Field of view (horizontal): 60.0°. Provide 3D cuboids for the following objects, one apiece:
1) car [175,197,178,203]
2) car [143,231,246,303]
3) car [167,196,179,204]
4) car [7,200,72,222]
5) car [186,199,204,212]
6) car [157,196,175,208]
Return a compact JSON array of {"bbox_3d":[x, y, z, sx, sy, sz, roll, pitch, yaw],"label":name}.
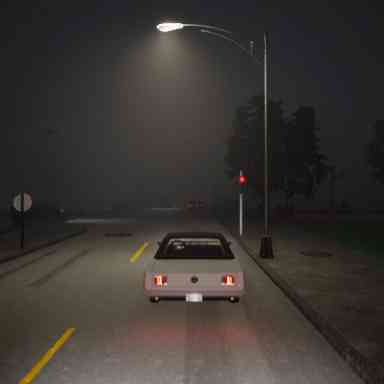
[{"bbox_3d":[-4.035,1.634,59.766,2.033,1.411,5.357,0,0,0],"label":"car"},{"bbox_3d":[0.062,1.613,8.196,1.895,1.301,4.718,0,0,0],"label":"car"},{"bbox_3d":[-3.957,1.642,70.107,2.033,1.411,5.357,0,0,0],"label":"car"},{"bbox_3d":[-11.976,1.390,26.384,4.553,1.767,2.097,0,0,-1],"label":"car"},{"bbox_3d":[0.340,1.606,40.464,2.033,1.411,5.357,0,0,-4],"label":"car"},{"bbox_3d":[-4.065,1.577,50.068,1.837,1.490,4.892,0,0,0],"label":"car"}]
